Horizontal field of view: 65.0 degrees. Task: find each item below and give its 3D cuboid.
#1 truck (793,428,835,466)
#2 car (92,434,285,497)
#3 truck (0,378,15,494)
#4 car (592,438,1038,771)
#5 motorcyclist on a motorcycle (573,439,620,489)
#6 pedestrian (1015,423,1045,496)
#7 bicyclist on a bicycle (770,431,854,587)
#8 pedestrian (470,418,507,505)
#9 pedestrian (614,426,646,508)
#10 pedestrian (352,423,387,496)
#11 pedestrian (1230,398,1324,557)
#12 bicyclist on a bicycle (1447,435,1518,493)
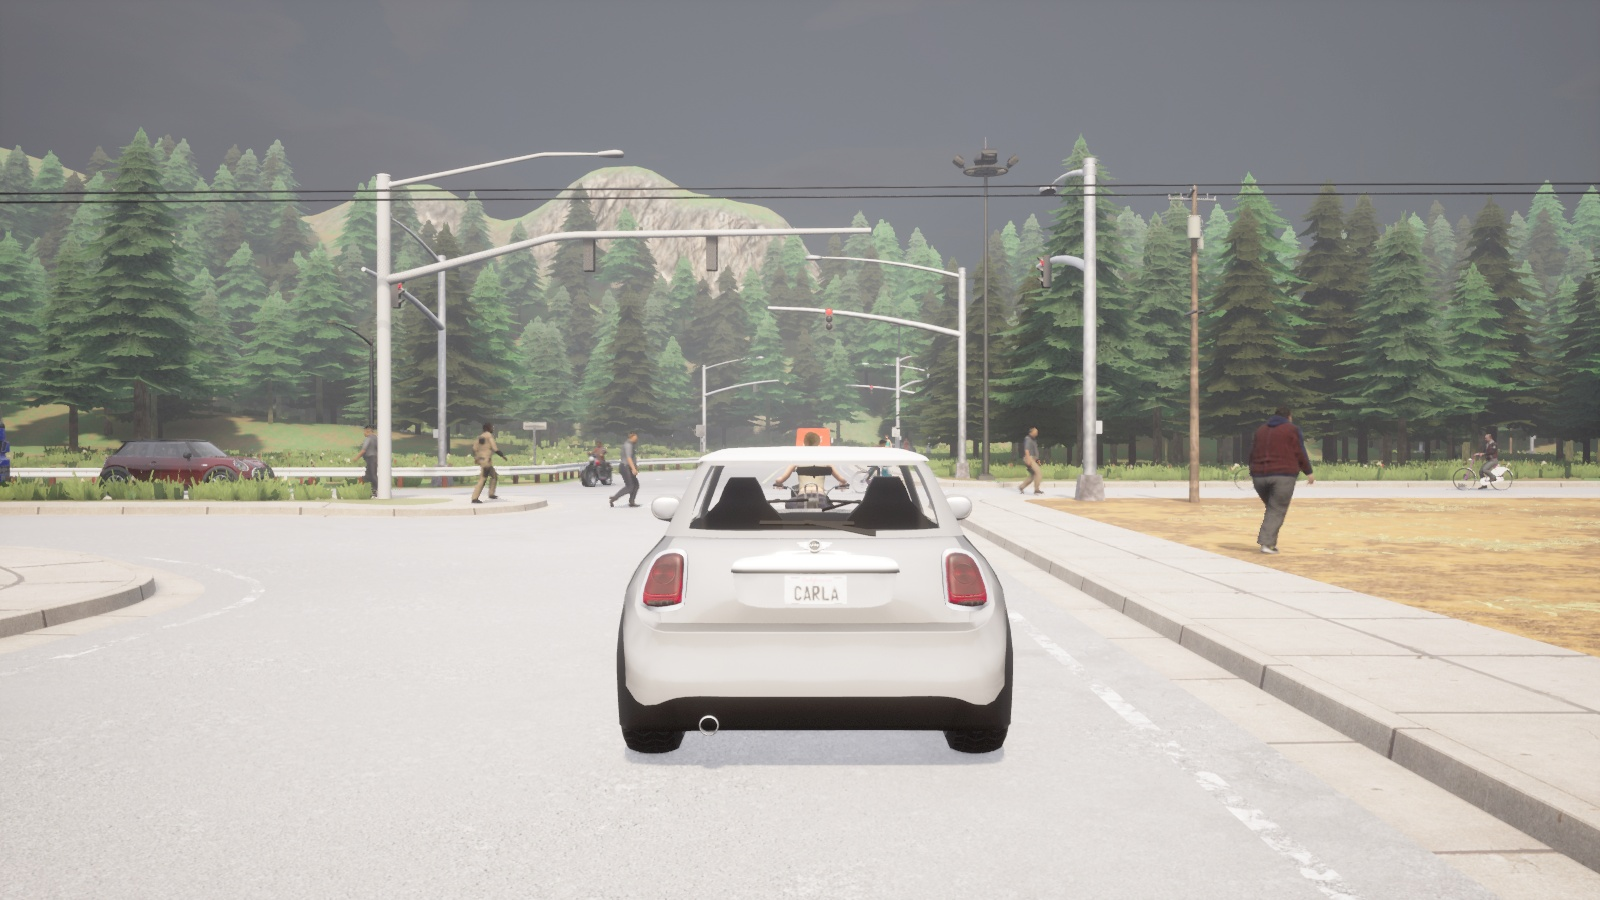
[{"bbox_3d":[0.965,-0.210,83.654,2.627,2.467,5.204,0,0,2],"label":"truck"},{"bbox_3d":[-17.662,0.430,36.426,4.553,1.767,2.097,0,0,1],"label":"car"},{"bbox_3d":[-27.785,-0.411,36.683,7.936,3.462,2.891,0,0,1],"label":"truck"},{"bbox_3d":[0.070,0.672,7.459,1.970,1.475,3.806,0,0,0],"label":"car"},{"bbox_3d":[-7.003,0.464,43.334,0.766,1.649,2.350,-1,0,12],"label":"motorcyclist on a motorcycle"},{"bbox_3d":[5.950,0.237,32.469,0.694,1.848,0.540,0,0,21],"label":"pedestrian"},{"bbox_3d":[0.123,0.607,13.751,0.866,1.612,1.509,0,0,0],"label":"bicyclist on a bicycle"},{"bbox_3d":[-6.980,0.248,28.118,0.692,1.930,0.396,0,0,-45],"label":"pedestrian"},{"bbox_3d":[-3.880,0.389,28.711,0.694,1.848,0.540,0,0,-3],"label":"pedestrian"},{"bbox_3d":[-10.985,0.250,32.047,0.694,1.848,0.540,0,0,3],"label":"pedestrian"},{"bbox_3d":[5.710,0.317,15.034,0.899,1.844,0.634,0,0,-33],"label":"pedestrian"},{"bbox_3d":[21.146,0.425,38.926,1.843,1.776,0.659,0,0,1],"label":"bicyclist on a bicycle"}]
